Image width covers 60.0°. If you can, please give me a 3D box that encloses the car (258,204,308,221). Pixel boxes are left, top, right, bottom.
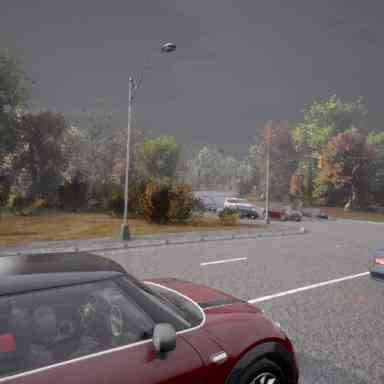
[{"bbox_3d":[9.605,2.113,35.467,2.097,1.767,4.553,3,-1,-24],"label":"car"}]

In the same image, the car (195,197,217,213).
[{"bbox_3d":[1.914,1.955,45.763,1.837,1.490,4.892,3,1,-17],"label":"car"}]

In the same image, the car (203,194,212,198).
[{"bbox_3d":[2.623,1.772,56.257,1.882,1.535,5.008,2,2,-13],"label":"car"}]

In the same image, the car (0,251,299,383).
[{"bbox_3d":[-1.121,1.354,2.946,4.553,1.767,2.097,0,0,-36],"label":"car"}]

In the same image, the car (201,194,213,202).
[{"bbox_3d":[3.323,1.241,73.864,2.128,1.511,4.902,2,2,-4],"label":"car"}]

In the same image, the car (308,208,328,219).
[{"bbox_3d":[14.812,2.615,41.377,1.994,1.385,4.181,3,0,-22],"label":"car"}]

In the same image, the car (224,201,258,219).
[{"bbox_3d":[5.233,2.138,36.609,2.033,1.411,5.357,3,-1,-23],"label":"car"}]

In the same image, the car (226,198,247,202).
[{"bbox_3d":[6.175,1.881,44.070,2.150,2.045,5.566,3,0,-19],"label":"car"}]

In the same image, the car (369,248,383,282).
[{"bbox_3d":[6.634,1.666,8.499,5.357,1.411,2.033,2,-1,-36],"label":"car"}]
